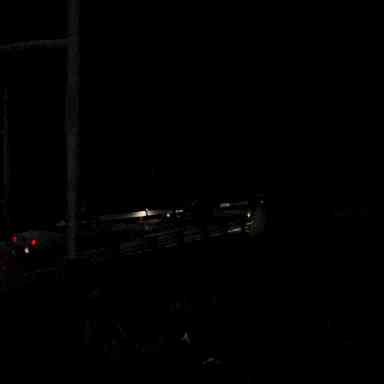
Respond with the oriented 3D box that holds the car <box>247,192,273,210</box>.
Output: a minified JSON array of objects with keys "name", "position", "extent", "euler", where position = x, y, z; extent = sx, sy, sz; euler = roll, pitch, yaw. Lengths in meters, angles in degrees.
[{"name":"car","position":[6.975,0.780,30.641],"extent":[1.882,1.535,5.008],"euler":[0,1,42]}]

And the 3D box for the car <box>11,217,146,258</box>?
[{"name":"car","position":[-3.932,1.589,12.466],"extent":[1.895,1.301,4.718],"euler":[0,0,39]}]

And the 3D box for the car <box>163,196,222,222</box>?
[{"name":"car","position":[0.097,1.092,22.945],"extent":[2.128,1.511,4.902],"euler":[0,3,41]}]
